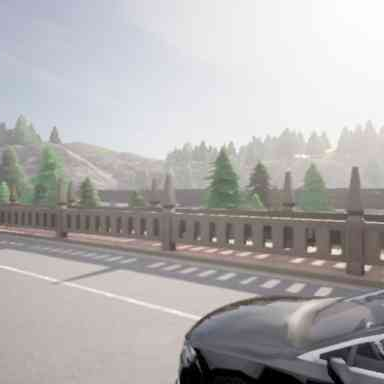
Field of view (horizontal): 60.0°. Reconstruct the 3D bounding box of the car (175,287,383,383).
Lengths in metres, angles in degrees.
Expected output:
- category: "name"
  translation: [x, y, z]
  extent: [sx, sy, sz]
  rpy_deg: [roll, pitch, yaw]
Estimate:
- category: "car"
  translation: [2.089, 1.491, 2.502]
  extent: [4.902, 1.511, 2.128]
  rpy_deg: [0, 0, 35]
